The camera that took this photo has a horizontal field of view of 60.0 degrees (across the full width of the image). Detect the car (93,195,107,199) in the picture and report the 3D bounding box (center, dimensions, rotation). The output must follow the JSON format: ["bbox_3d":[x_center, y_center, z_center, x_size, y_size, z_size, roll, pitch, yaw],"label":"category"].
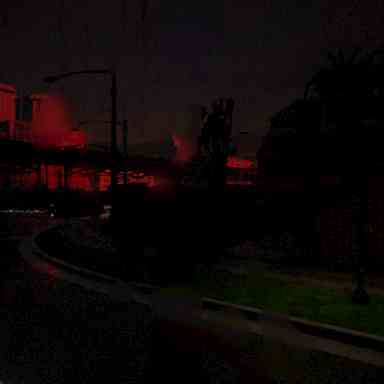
[{"bbox_3d":[-12.956,1.260,47.952,2.128,1.511,4.902,0,1,37],"label":"car"}]

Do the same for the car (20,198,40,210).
[{"bbox_3d":[-18.471,1.403,40.645,1.812,1.442,4.674,0,1,37],"label":"car"}]

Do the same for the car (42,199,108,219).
[{"bbox_3d":[-9.880,1.522,28.450,1.895,1.301,4.718,0,1,37],"label":"car"}]

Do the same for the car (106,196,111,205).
[{"bbox_3d":[-9.036,1.291,47.337,2.033,1.411,5.357,0,1,37],"label":"car"}]

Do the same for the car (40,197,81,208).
[{"bbox_3d":[-14.903,1.364,39.560,1.837,1.490,4.892,0,1,37],"label":"car"}]
